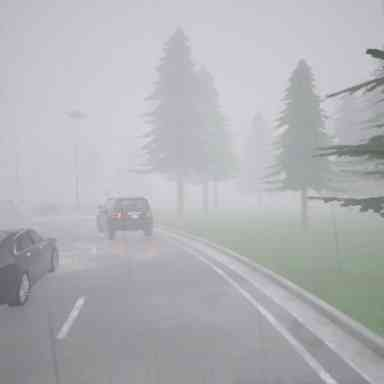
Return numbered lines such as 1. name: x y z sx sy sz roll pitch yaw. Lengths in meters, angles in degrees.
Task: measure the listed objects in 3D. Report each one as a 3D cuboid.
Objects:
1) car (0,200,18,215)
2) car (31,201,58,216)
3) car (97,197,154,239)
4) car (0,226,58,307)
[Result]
1. car: -20.451 1.640 36.184 2.097 1.767 4.553 -1 0 -37
2. car: -16.150 1.750 36.403 1.812 1.442 4.674 -1 0 -38
3. car: -3.750 1.269 18.056 2.150 2.045 5.566 0 0 -24
4. car: -4.534 1.569 7.894 1.837 1.490 4.892 0 0 -11
